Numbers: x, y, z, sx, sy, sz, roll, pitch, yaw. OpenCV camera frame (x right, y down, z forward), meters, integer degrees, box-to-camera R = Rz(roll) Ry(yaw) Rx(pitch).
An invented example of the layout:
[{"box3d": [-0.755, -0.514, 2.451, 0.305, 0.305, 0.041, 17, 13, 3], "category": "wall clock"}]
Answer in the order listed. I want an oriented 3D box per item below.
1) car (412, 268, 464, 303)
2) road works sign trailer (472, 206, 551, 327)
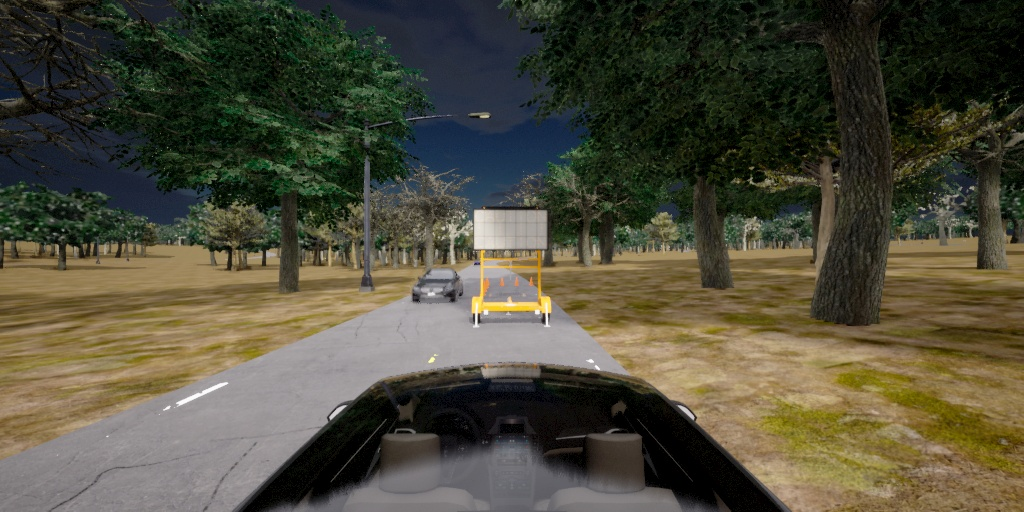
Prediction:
[{"box3d": [-3.324, 1.293, 16.786, 1.812, 1.442, 4.674, 0, 0, -2], "category": "car"}, {"box3d": [-0.046, 0.225, 11.523, 2.380, 3.560, 2.880, 0, 0, -2], "category": "road works sign trailer"}]
